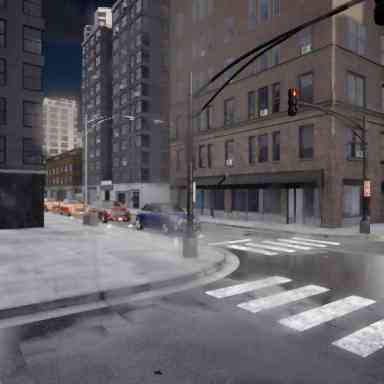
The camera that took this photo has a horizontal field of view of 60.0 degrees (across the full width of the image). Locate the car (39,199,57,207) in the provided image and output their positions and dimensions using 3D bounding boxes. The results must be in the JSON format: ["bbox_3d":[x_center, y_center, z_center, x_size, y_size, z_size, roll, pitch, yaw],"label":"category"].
[{"bbox_3d":[-24.768,1.863,57.201,1.895,1.301,4.718,0,0,-35],"label":"car"}]

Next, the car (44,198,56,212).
[{"bbox_3d":[-17.866,1.542,42.521,2.097,1.767,4.553,0,0,-35],"label":"car"}]

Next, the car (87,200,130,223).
[{"bbox_3d":[-6.665,1.460,26.768,2.097,1.767,4.553,0,0,-35],"label":"car"}]

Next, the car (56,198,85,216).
[{"bbox_3d":[-12.260,1.501,34.640,2.097,1.767,4.553,0,0,-35],"label":"car"}]

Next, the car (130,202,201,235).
[{"bbox_3d":[-1.470,1.420,19.482,2.097,1.767,4.553,0,0,-38],"label":"car"}]
